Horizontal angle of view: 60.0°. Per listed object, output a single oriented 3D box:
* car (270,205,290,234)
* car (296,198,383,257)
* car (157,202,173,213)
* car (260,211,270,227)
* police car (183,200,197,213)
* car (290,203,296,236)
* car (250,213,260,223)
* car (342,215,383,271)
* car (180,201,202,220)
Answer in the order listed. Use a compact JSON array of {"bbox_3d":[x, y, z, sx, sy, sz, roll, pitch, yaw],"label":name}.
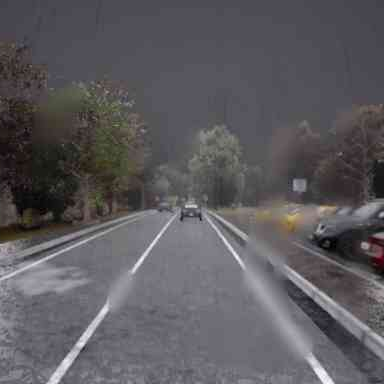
[{"bbox_3d":[6.994,1.504,17.419,5.008,1.535,2.097,0,0,0],"label":"car"},{"bbox_3d":[6.987,1.240,11.870,5.566,2.045,2.435,0,0,0],"label":"car"},{"bbox_3d":[-3.593,2.086,45.058,2.033,1.411,5.357,0,-2,0],"label":"car"},{"bbox_3d":[6.979,1.522,20.191,4.892,1.521,2.231,0,0,0],"label":"car"},{"bbox_3d":[-0.232,2.032,47.293,1.930,1.638,5.238,0,-2,0],"label":"police car"},{"bbox_3d":[7.033,1.370,14.642,4.553,1.767,2.185,0,0,0],"label":"car"},{"bbox_3d":[6.774,1.544,22.959,5.366,1.575,1.946,0,0,0],"label":"car"},{"bbox_3d":[7.059,1.519,9.094,4.792,1.488,2.163,0,0,0],"label":"car"},{"bbox_3d":[-0.073,1.711,29.725,1.812,1.442,4.674,0,-1,0],"label":"car"}]
